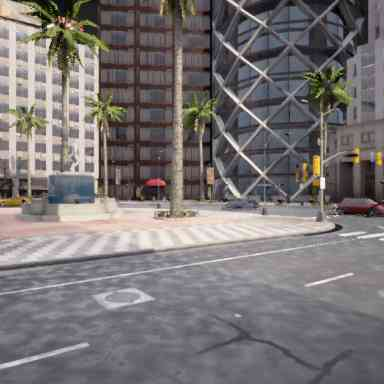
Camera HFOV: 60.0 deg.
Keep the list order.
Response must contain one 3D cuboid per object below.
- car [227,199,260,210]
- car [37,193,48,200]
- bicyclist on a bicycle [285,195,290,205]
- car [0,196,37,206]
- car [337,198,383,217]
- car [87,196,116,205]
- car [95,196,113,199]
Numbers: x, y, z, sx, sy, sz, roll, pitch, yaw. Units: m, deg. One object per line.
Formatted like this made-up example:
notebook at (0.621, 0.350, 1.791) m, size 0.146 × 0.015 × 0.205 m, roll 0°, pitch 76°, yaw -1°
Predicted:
car at (6.560, 1.558, 42.842) m, size 4.181 × 1.385 × 1.994 m, roll 0°, pitch 0°, yaw 43°
car at (-25.907, 1.219, 58.669) m, size 5.566 × 2.045 × 2.150 m, roll 0°, pitch 0°, yaw -10°
bicyclist on a bicycle at (15.713, 1.292, 54.572) m, size 0.582 × 1.620 × 1.656 m, roll 0°, pitch 0°, yaw 42°
car at (-28.771, 1.476, 54.451) m, size 5.008 × 1.535 × 1.882 m, roll 0°, pitch 0°, yaw -14°
car at (15.981, 1.344, 30.892) m, size 2.097 × 1.767 × 4.553 m, roll 0°, pitch 0°, yaw -36°
car at (-16.113, 1.522, 59.274) m, size 4.674 × 1.442 × 1.812 m, roll 0°, pitch 0°, yaw 2°
car at (-14.519, 1.348, 52.228) m, size 4.553 × 1.767 × 2.097 m, roll 0°, pitch 0°, yaw 4°
